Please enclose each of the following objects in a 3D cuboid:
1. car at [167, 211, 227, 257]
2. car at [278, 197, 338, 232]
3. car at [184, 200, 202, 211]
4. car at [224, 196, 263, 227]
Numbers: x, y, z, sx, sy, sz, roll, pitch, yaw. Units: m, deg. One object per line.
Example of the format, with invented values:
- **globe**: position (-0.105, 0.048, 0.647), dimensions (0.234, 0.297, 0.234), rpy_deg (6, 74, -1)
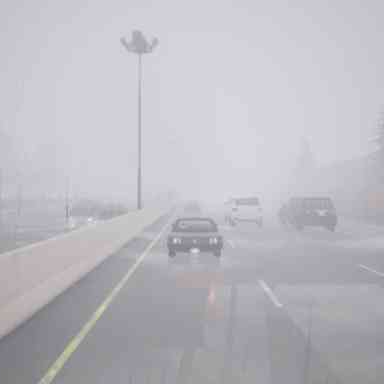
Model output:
- **car**: position (0.102, 1.647, 13.211), dimensions (1.895, 1.301, 4.718), rpy_deg (0, 0, 0)
- **car**: position (7.106, 1.298, 20.912), dimensions (2.150, 2.045, 5.566), rpy_deg (0, 0, 0)
- **car**: position (0.109, 1.662, 39.250), dimensions (1.812, 1.442, 4.674), rpy_deg (0, 0, 0)
- **car**: position (3.603, 1.307, 23.937), dimensions (2.150, 2.045, 5.566), rpy_deg (0, 0, 0)
